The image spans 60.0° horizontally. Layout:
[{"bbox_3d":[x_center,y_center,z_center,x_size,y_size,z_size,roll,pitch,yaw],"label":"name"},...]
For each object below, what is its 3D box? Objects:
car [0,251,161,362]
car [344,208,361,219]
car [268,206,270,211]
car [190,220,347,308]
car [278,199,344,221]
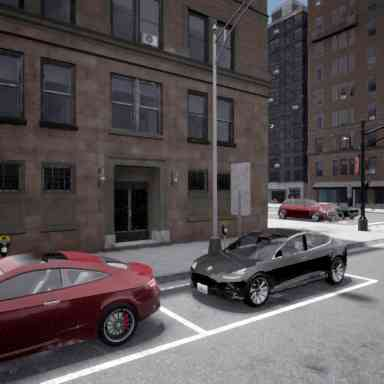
[{"bbox_3d":[-2.457,1.582,4.782,4.206,1.307,1.802,0,0,-35],"label":"car"},{"bbox_3d":[11.593,1.580,28.192,1.895,1.301,4.718,0,0,-36],"label":"car"},{"bbox_3d":[6.100,1.456,35.711,1.837,1.490,4.892,0,0,-36],"label":"car"},{"bbox_3d":[1.981,1.566,7.947,4.313,1.339,1.947,0,0,-35],"label":"car"},{"bbox_3d":[9.046,1.341,26.170,2.097,1.767,4.553,0,0,-36],"label":"car"}]
